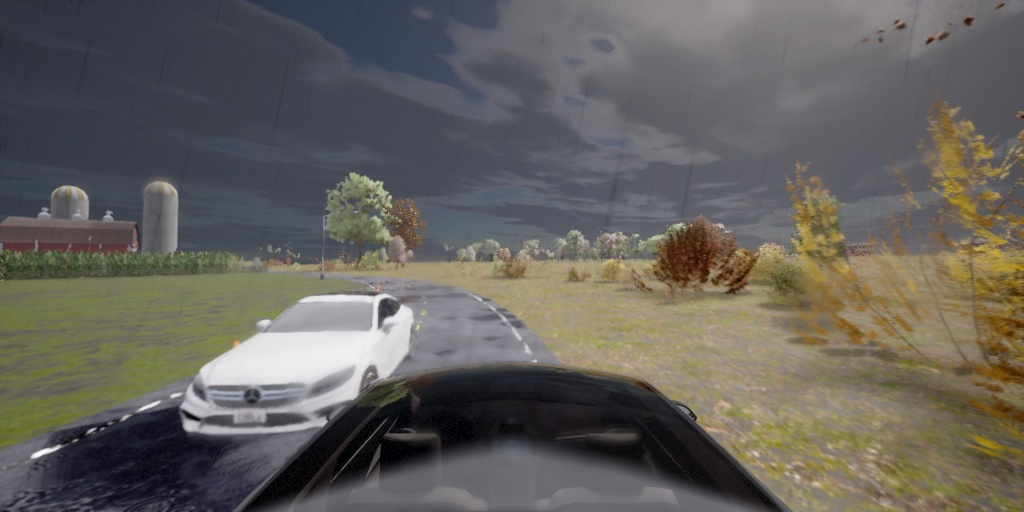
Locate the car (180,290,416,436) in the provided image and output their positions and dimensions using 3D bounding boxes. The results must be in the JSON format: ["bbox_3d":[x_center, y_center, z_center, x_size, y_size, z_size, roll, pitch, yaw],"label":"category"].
[{"bbox_3d":[-2.756,1.331,5.816,1.812,1.442,4.674,0,-1,-5],"label":"car"}]

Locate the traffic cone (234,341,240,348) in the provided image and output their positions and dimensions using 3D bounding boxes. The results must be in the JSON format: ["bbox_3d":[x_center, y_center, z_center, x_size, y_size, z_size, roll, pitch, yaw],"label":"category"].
[{"bbox_3d":[-4.734,1.767,6.167,0.340,0.580,0.340,0,0,-5],"label":"traffic cone"}]

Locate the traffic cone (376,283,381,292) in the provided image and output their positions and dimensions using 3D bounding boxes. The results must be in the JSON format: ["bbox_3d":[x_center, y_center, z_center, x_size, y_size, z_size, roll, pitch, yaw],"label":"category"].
[{"bbox_3d":[-7.616,1.965,20.302,0.340,0.580,0.340,0,0,-18],"label":"traffic cone"}]
